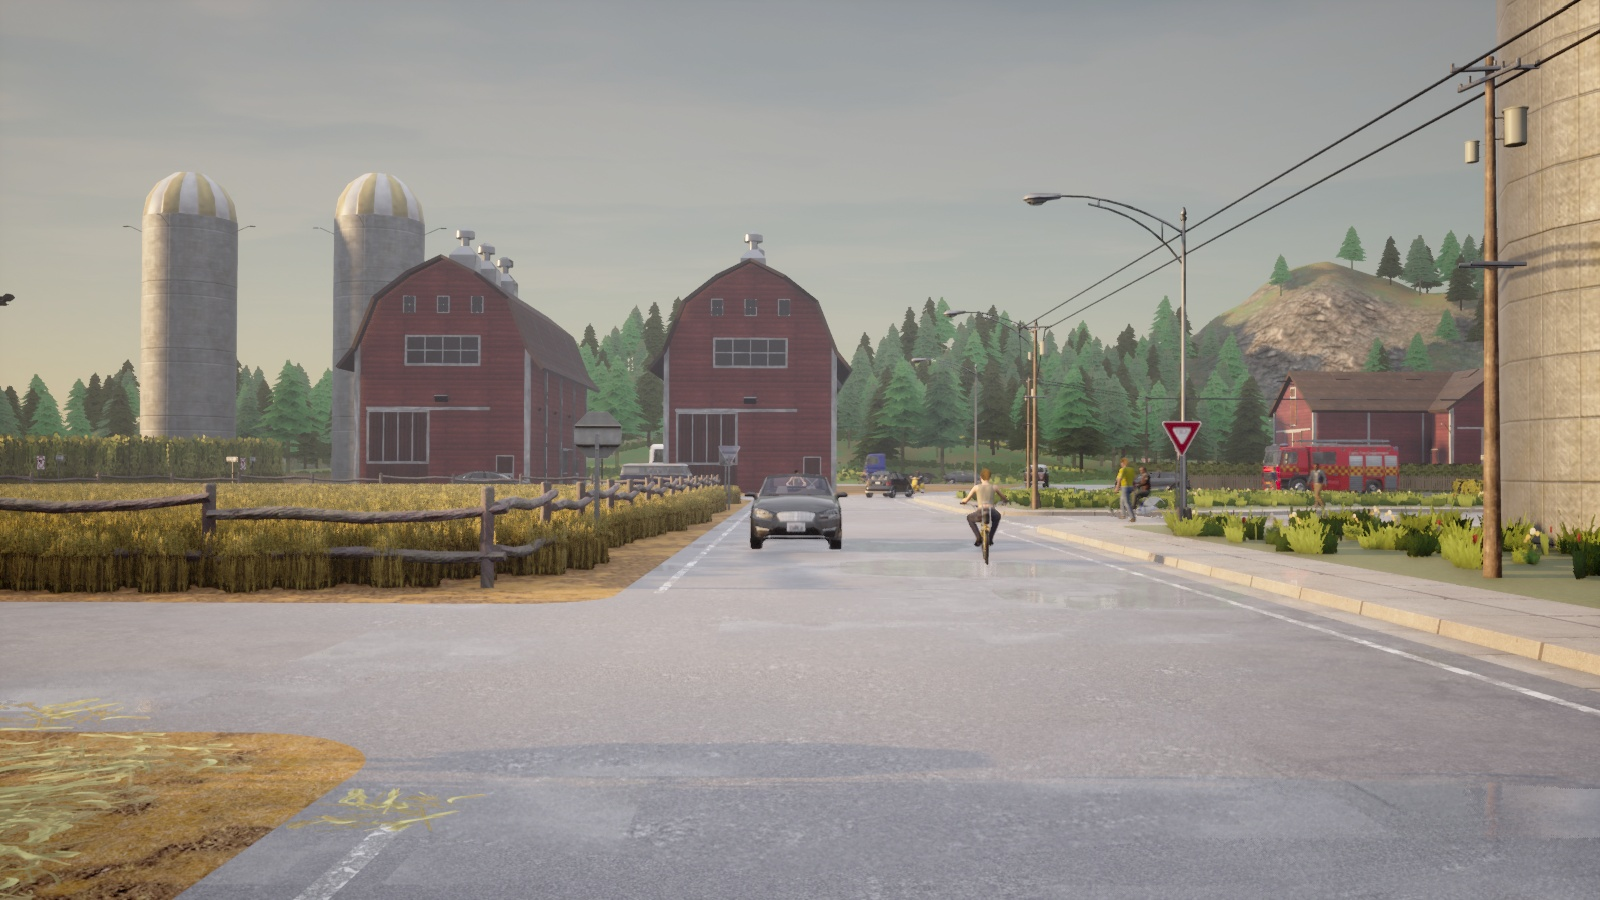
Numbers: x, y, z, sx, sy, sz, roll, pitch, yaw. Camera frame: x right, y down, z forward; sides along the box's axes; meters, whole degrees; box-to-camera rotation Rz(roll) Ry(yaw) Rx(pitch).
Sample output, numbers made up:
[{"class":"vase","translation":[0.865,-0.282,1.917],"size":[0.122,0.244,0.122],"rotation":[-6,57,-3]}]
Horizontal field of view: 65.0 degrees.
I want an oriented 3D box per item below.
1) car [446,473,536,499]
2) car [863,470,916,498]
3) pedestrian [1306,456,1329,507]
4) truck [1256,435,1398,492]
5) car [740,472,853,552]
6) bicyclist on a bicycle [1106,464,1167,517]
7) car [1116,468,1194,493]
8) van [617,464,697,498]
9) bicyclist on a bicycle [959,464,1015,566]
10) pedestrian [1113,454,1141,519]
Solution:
[{"class":"car","translation":[-18.199,2.132,74.039],"size":[4.892,1.490,1.837],"rotation":[0,-1,-3]},{"class":"car","translation":[5.254,1.979,73.563],"size":[1.789,1.549,3.705],"rotation":[-1,-1,27]},{"class":"pedestrian","translation":[20.029,1.203,48.569],"size":[0.788,1.949,0.423],"rotation":[0,-1,-32]},{"class":"truck","translation":[35.933,0.943,85.808],"size":[8.468,3.827,2.891],"rotation":[0,-1,0]},{"class":"car","translation":[-0.070,1.211,26.293],"size":[2.128,1.511,4.902],"rotation":[0,-1,0]},{"class":"bicyclist on a bicycle","translation":[11.210,1.342,41.879],"size":[1.843,1.776,0.659],"rotation":[0,-1,-1]},{"class":"car","translation":[24.240,2.085,85.906],"size":[4.856,1.649,2.033],"rotation":[0,-1,4]},{"class":"van","translation":[-8.452,1.845,74.290],"size":[4.442,1.987,1.775],"rotation":[0,-1,4]},{"class":"bicyclist on a bicycle","translation":[3.223,1.099,21.755],"size":[0.866,1.612,1.509],"rotation":[-1,2,6]},{"class":"pedestrian","translation":[9.246,1.027,35.485],"size":[0.354,1.836,0.706],"rotation":[0,-1,-32]}]
